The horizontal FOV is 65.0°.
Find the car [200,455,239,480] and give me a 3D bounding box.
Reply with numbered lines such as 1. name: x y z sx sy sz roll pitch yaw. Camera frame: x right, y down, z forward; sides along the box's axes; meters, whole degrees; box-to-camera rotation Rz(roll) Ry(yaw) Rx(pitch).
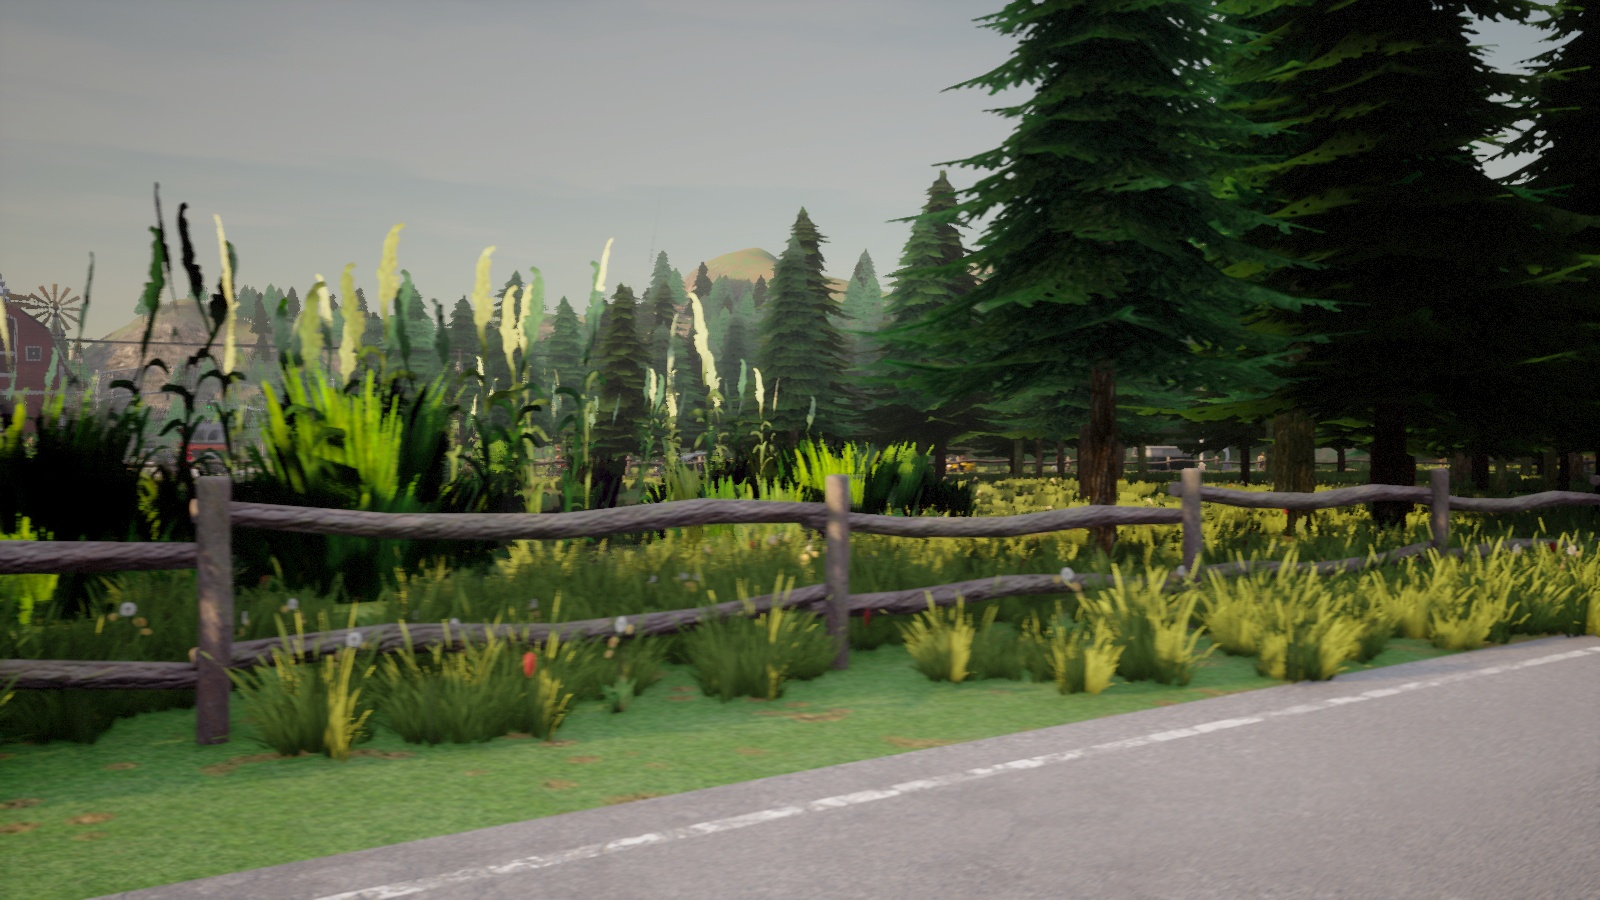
1. car: -35.966 1.031 77.770 1.837 1.490 4.892 0 0 -29

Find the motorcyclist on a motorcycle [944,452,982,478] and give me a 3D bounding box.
1. motorcyclist on a motorcycle: 9.443 0.868 72.742 2.044 1.523 0.797 0 0 -28

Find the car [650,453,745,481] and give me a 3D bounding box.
1. car: -5.598 0.905 68.788 4.892 1.490 1.837 0 0 -27

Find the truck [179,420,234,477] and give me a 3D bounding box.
1. truck: -41.653 -0.100 88.005 2.891 3.827 8.468 0 0 -29

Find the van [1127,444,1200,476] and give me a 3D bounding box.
1. van: 23.165 0.627 79.991 4.442 1.987 1.775 0 0 -28
